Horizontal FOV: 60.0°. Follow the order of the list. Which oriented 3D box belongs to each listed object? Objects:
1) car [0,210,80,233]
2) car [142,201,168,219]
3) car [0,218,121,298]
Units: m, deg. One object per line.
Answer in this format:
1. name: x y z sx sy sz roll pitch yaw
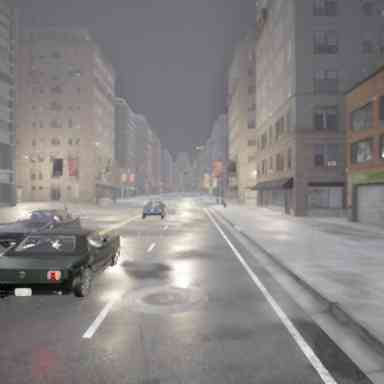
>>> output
1. car: -6.590 1.514 14.955 2.033 1.411 5.357 0 0 0
2. car: -3.145 1.478 28.763 2.033 1.411 5.357 0 0 0
3. car: -3.148 1.582 8.438 1.895 1.301 4.718 0 0 0
